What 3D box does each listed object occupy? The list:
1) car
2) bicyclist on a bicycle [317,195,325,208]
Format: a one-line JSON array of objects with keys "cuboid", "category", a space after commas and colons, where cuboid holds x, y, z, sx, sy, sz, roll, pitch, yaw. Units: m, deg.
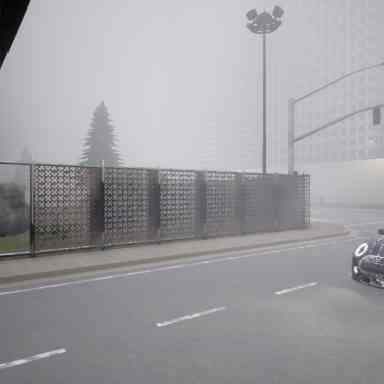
[{"cuboid": [5.960, 1.352, 8.245, 4.553, 1.767, 2.097, 0, 0, -36], "category": "car"}, {"cuboid": [16.614, 1.245, 42.838, 1.656, 1.620, 0.582, 0, 0, -35], "category": "bicyclist on a bicycle"}]
